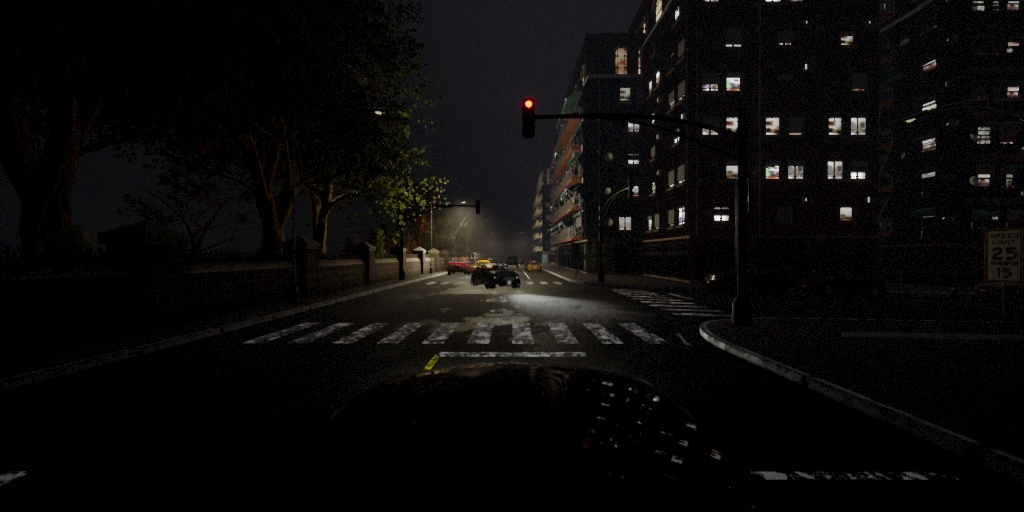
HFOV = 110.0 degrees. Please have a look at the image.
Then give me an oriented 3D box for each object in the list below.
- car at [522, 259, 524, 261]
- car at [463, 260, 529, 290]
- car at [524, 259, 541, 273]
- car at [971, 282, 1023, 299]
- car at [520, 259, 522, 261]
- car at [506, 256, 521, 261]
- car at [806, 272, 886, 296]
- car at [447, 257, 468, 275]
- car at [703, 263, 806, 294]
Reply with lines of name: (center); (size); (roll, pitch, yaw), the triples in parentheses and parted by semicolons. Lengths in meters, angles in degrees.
car: (2.733, 1.307, 49.811); (1.888, 1.381, 4.507); (0, 0, 0)
car: (-1.164, 1.243, 22.489); (2.128, 1.511, 4.902); (0, 0, -25)
car: (2.728, 1.283, 44.447); (1.751, 1.417, 4.829); (0, 0, 0)
car: (31.533, 1.857, 22.184); (4.829, 1.417, 1.751); (0, 0, 0)
car: (2.737, 1.316, 55.347); (2.007, 1.370, 4.403); (0, 0, 0)
car: (0.055, 0.993, 63.674); (2.150, 2.045, 5.566); (0, 0, 0)
car: (20.312, 1.671, 22.159); (4.507, 1.381, 1.888); (0, 0, 0)
car: (-5.657, 1.070, 38.748); (2.192, 1.841, 5.009); (0, 0, 0)
car: (14.617, 1.338, 22.146); (5.009, 1.841, 2.192); (0, 0, 0)
